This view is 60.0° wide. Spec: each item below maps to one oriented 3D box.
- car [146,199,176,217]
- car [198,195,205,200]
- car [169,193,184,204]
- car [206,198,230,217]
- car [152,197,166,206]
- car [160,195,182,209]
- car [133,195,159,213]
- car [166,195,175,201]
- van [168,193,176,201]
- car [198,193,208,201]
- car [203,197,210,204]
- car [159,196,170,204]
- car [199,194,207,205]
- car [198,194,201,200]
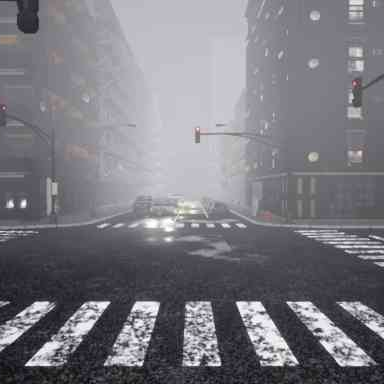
[{"bbox_3d":[-2.812,1.591,31.126,1.895,1.301,4.718,0,0,0],"label":"car"},{"bbox_3d":[2.665,1.539,92.370,1.802,1.307,4.206,-1,0,0],"label":"car"},{"bbox_3d":[-2.698,1.202,62.510,2.150,2.045,5.566,0,0,1],"label":"car"},{"bbox_3d":[2.593,1.572,31.439,1.802,1.307,4.206,-1,0,0],"label":"car"},{"bbox_3d":[-5.261,1.563,53.658,1.802,1.307,4.206,-1,0,0],"label":"car"},{"bbox_3d":[-2.767,1.532,45.326,2.033,1.411,5.357,0,0,0],"label":"car"},{"bbox_3d":[-5.284,1.303,37.046,2.192,1.841,5.009,-1,0,0],"label":"car"},{"bbox_3d":[-5.229,1.490,81.174,1.752,1.417,4.829,-1,0,0],"label":"car"},{"bbox_3d":[-5.225,1.302,86.881,1.690,1.788,3.998,-1,0,0],"label":"van"},{"bbox_3d":[2.649,1.280,81.292,2.192,1.841,5.009,-1,0,0],"label":"car"},{"bbox_3d":[2.599,1.539,36.978,2.008,1.369,4.403,-1,0,0],"label":"car"},{"bbox_3d":[-5.248,1.557,64.732,1.802,1.307,4.206,-1,0,0],"label":"car"},{"bbox_3d":[2.625,1.523,59.135,1.887,1.381,4.507,-1,0,0],"label":"car"},{"bbox_3d":[2.645,1.551,75.752,1.802,1.307,4.206,-1,0,0],"label":"car"}]
